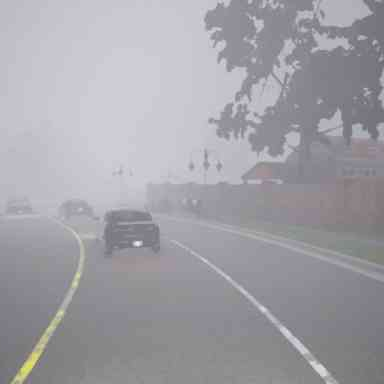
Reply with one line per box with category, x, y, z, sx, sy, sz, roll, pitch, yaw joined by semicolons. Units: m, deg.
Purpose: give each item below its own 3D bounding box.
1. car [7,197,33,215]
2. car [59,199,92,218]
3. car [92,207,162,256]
car;-15.360;1.162;29.611;2.033;1.411;5.357;-1;1;-30
car;-8.989;1.193;25.644;1.994;1.385;4.181;-1;1;-29
car;-2.499;1.308;12.428;1.837;1.490;4.892;-1;1;-20
